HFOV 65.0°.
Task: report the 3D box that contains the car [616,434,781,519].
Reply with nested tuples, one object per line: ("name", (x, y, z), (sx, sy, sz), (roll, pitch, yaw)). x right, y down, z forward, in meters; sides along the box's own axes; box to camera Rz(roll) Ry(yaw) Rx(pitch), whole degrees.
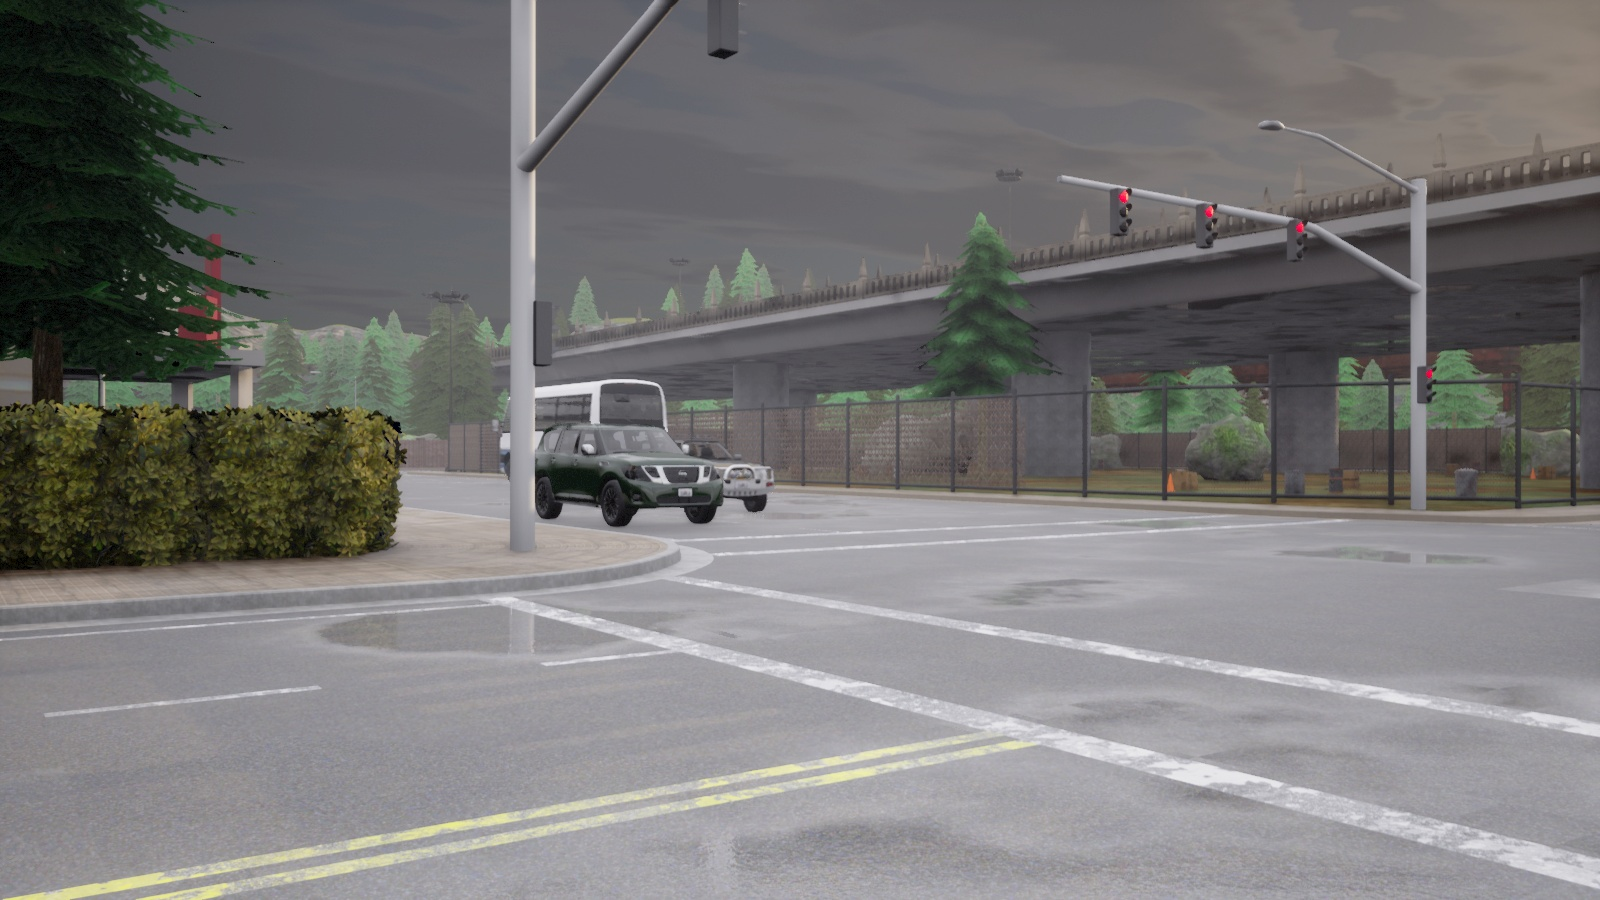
("car", (-2.556, 0.570, 30.490), (1.932, 1.855, 4.605), (0, 1, -35))

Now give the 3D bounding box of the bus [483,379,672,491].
("bus", (-9.616, -0.554, 52.969), (3.944, 4.253, 10.273), (0, 0, -35))

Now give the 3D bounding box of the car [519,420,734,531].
("car", (-3.753, 0.471, 26.071), (2.150, 2.045, 5.566), (0, 0, -35))
